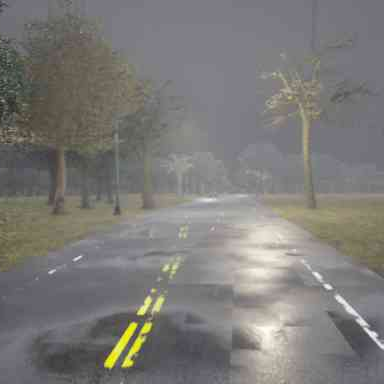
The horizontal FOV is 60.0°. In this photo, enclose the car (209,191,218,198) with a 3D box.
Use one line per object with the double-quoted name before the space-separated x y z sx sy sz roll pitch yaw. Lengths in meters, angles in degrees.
"car" 6.128 0.722 95.050 2.150 2.045 5.566 -2 0 8
